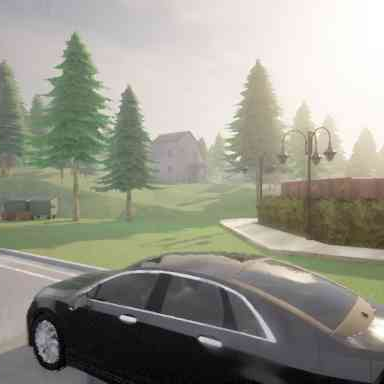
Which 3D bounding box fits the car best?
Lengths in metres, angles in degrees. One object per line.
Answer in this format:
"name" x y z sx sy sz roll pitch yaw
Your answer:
"car" -0.100 1.504 4.059 4.892 1.490 1.837 -1 0 36
